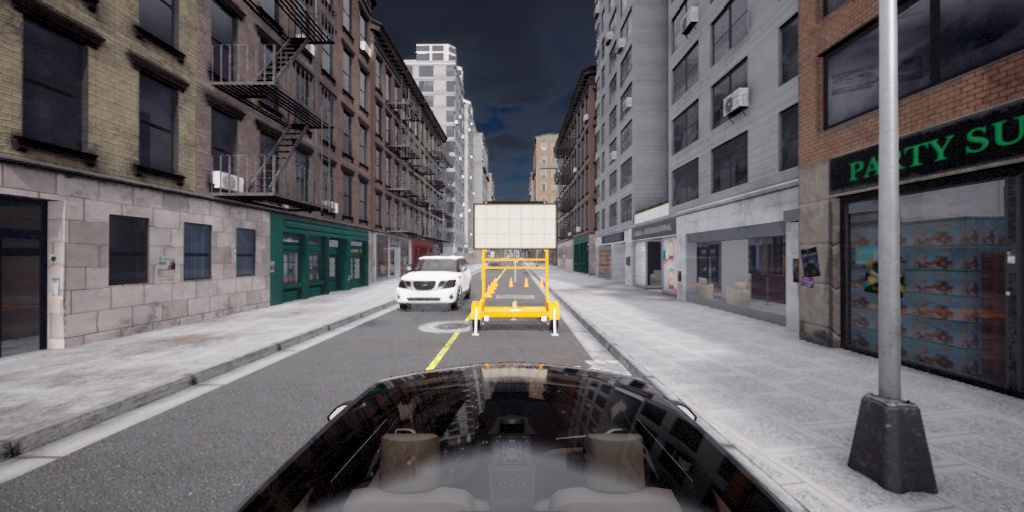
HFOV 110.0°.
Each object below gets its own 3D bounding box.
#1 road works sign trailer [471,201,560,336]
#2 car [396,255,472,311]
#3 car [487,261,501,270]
[{"bbox_3d":[0.098,0.216,10.428,2.380,3.560,2.880,0,0,1],"label":"road works sign trailer"},{"bbox_3d":[-2.968,0.974,14.892,2.150,2.045,5.566,0,0,1],"label":"car"},{"bbox_3d":[-2.528,1.293,51.624,2.033,1.411,5.357,0,0,1],"label":"car"}]
